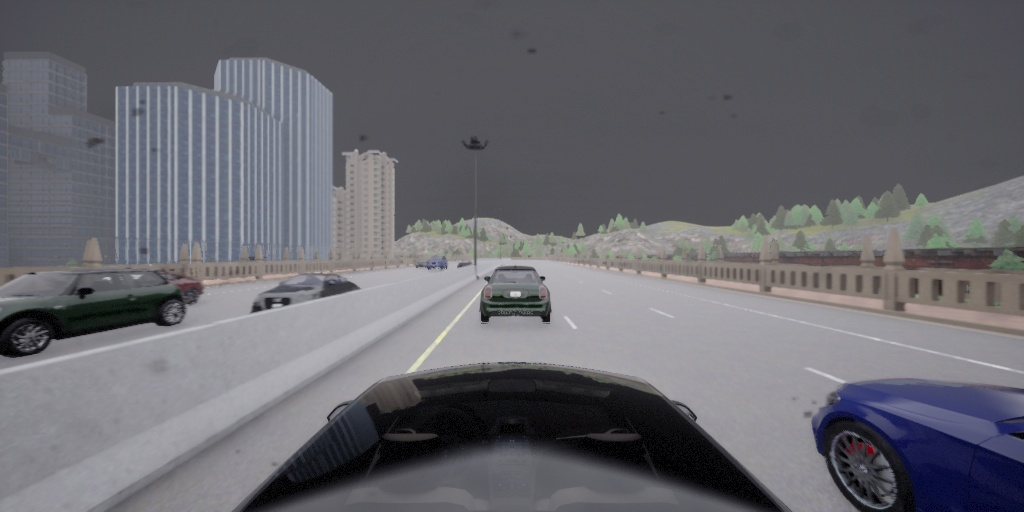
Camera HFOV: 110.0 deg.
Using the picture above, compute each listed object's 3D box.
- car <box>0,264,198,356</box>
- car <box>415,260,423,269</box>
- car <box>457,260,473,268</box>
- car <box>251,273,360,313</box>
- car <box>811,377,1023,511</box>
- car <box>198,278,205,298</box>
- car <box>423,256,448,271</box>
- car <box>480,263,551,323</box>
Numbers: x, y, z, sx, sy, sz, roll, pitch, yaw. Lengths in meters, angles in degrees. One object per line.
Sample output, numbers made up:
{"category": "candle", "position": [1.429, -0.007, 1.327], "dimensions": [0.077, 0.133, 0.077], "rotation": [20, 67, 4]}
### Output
{"category": "car", "position": [-10.598, 1.102, 8.528], "dimensions": [2.097, 1.767, 4.553], "rotation": [0, 0, 0]}
{"category": "car", "position": [-14.016, 1.313, 57.097], "dimensions": [1.994, 1.385, 4.181], "rotation": [0, 0, 1]}
{"category": "car", "position": [-7.046, 1.297, 54.624], "dimensions": [2.033, 1.411, 5.357], "rotation": [0, 0, 1]}
{"category": "car", "position": [-7.097, 1.314, 12.830], "dimensions": [1.994, 1.385, 4.181], "rotation": [0, 0, 0]}
{"category": "car", "position": [3.600, 1.276, 1.236], "dimensions": [1.812, 1.442, 4.674], "rotation": [0, 0, 0]}
{"category": "car", "position": [-14.098, 1.275, 13.501], "dimensions": [1.812, 1.442, 4.674], "rotation": [0, 0, 0]}
{"category": "car", "position": [-10.556, 0.973, 51.115], "dimensions": [2.150, 2.045, 5.566], "rotation": [0, 0, 0]}
{"category": "car", "position": [0.103, 1.102, 12.304], "dimensions": [2.097, 1.767, 4.553], "rotation": [0, 0, 0]}
